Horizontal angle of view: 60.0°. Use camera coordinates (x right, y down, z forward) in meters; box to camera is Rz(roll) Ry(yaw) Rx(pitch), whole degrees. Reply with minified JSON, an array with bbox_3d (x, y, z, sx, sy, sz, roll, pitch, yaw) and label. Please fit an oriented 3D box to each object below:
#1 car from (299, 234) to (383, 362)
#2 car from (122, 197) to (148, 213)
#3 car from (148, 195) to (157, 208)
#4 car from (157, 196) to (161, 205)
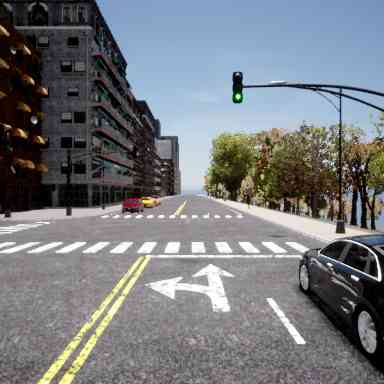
[{"bbox_3d":[3.319,1.507,5.839,1.837,1.490,4.892,0,0,2],"label":"car"},{"bbox_3d":[-6.565,1.495,37.369,1.882,1.535,5.008,0,0,0],"label":"car"},{"bbox_3d":[-6.553,1.504,47.556,1.882,1.535,5.008,0,0,0],"label":"car"},{"bbox_3d":[-6.530,1.391,57.830,2.097,1.767,4.553,0,0,0],"label":"car"}]
